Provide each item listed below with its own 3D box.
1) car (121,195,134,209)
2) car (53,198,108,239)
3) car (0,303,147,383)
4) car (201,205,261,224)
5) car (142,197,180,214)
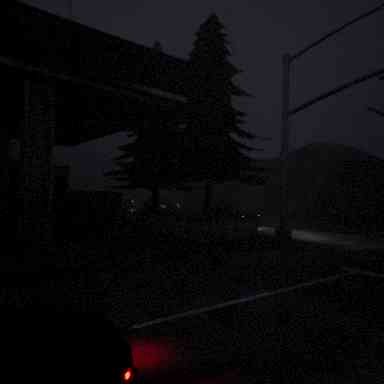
[{"bbox_3d":[-8.787,1.076,40.388,2.097,1.767,4.553,1,1,-35],"label":"car"},{"bbox_3d":[-5.891,1.255,17.287,1.905,1.878,3.866,1,1,-36],"label":"car"},{"bbox_3d":[-2.918,1.548,1.933,5.357,1.411,2.033,1,-1,-37],"label":"car"},{"bbox_3d":[2.738,1.649,24.007,1.895,1.301,4.718,1,1,-35],"label":"car"},{"bbox_3d":[-2.999,1.239,32.157,2.097,1.767,4.553,1,1,-35],"label":"car"}]
